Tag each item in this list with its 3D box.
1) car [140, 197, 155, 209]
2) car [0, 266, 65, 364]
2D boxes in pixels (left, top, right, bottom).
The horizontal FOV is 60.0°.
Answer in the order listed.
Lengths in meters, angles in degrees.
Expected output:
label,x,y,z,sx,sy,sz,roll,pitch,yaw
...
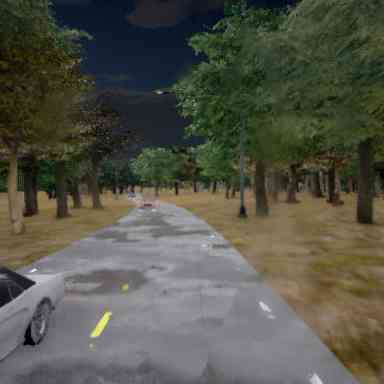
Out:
label,x,y,z,sx,sy,sz,roll,pitch,yaw
car,-6.287,1.504,47.185,2.097,1.767,4.553,0,0,-7
car,-3.154,1.623,3.636,1.895,1.301,4.718,0,0,-1
